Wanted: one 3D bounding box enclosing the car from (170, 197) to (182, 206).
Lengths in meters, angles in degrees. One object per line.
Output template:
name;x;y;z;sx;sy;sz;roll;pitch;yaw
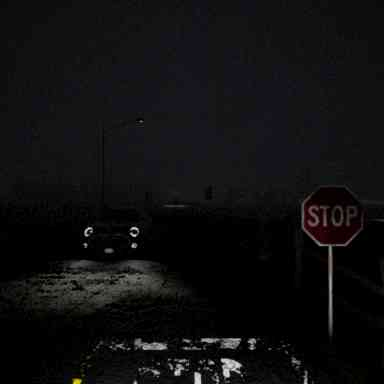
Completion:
car;-2.787;1.614;57.946;1.837;1.490;4.892;0;0;0

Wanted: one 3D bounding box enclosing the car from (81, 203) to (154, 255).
car;-2.754;1.357;13.251;2.097;1.767;4.553;0;0;0
